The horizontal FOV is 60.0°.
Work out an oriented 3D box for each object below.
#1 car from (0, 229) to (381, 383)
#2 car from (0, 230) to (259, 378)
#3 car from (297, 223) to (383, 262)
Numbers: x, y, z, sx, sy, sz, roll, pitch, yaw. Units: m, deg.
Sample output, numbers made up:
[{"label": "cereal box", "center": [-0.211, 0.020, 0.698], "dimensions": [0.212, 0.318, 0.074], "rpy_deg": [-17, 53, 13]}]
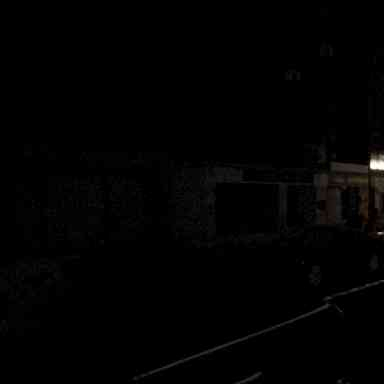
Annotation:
[{"label": "car", "center": [-0.623, 1.360, 2.813], "dimensions": [4.553, 1.767, 2.097], "rpy_deg": [1, 0, -36]}, {"label": "car", "center": [-1.005, 1.584, 6.049], "dimensions": [4.313, 1.339, 1.947], "rpy_deg": [1, 0, -35]}, {"label": "car", "center": [3.610, 1.603, 9.339], "dimensions": [4.507, 1.381, 1.887], "rpy_deg": [0, 0, -35]}]
